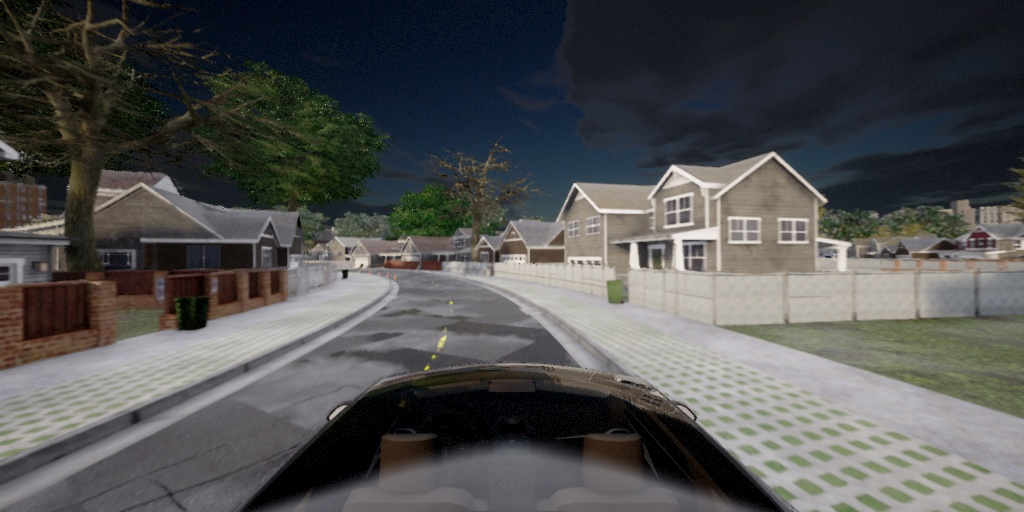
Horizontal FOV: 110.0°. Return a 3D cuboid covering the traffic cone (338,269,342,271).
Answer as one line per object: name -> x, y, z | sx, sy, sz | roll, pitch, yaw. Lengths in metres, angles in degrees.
traffic cone -> -27.949, 2.201, 57.636 | 0.340, 0.580, 0.340 | 0, 0, 44

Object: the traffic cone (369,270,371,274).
traffic cone -> -18.436, 2.074, 46.669 | 0.340, 0.580, 0.340 | 0, 0, -36

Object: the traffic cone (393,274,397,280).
traffic cone -> -11.111, 1.961, 34.133 | 0.340, 0.580, 0.340 | 0, 0, -25

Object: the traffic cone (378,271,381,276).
traffic cone -> -15.737, 2.035, 42.644 | 0.340, 0.580, 0.340 | 0, 0, -32

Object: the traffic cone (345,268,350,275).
traffic cone -> -24.554, 2.158, 54.179 | 0.340, 0.580, 0.340 | 0, 0, -43

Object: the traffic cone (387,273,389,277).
traffic cone -> -13.293, 1.997, 38.460 | 0.340, 0.580, 0.340 | 0, 0, -29

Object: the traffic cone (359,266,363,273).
traffic cone -> -21.379, 2.115, 50.519 | 0.340, 0.580, 0.340 | 0, 0, -39
